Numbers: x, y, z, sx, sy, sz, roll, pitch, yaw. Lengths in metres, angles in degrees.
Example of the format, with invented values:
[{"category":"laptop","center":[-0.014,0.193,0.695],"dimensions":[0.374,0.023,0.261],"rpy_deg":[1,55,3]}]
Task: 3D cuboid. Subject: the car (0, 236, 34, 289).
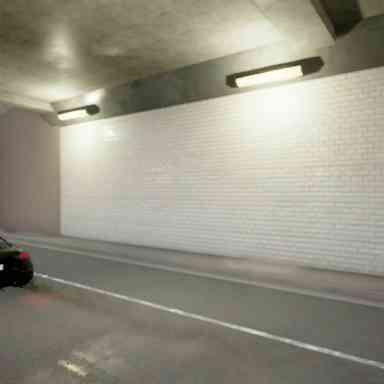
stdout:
[{"category":"car","center":[-5.720,1.562,8.077],"dimensions":[4.181,1.385,1.994],"rpy_deg":[0,0,36]}]
